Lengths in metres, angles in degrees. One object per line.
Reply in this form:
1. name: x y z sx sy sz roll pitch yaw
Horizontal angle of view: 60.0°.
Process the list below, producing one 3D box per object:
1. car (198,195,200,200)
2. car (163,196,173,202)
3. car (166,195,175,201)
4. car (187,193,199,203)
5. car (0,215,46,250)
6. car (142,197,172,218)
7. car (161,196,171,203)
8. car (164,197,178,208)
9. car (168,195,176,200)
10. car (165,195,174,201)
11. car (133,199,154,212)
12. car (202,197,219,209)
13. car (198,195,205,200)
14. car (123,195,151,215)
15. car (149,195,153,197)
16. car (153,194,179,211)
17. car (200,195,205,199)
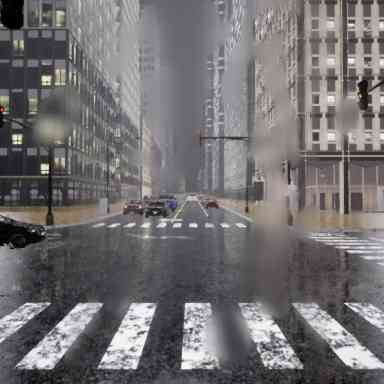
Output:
1. car: 2.687 1.590 61.656 1.947 1.339 4.313 1 0 0
2. car: -5.697 1.582 78.310 2.008 1.369 4.403 1 0 0
3. car: -5.700 1.587 89.460 2.008 1.369 4.403 1 0 0
4. car: 0.069 1.250 70.517 2.150 2.045 5.566 0 0 0
5. car: -8.224 1.560 13.489 4.181 1.385 1.994 1 0 -14
6. car: -3.108 1.516 30.391 1.837 1.490 4.892 0 0 0
7. car: -5.695 1.573 72.735 1.887 1.381 4.507 1 0 0
8. car: -3.101 1.524 50.827 1.837 1.490 4.892 0 0 0
9. car: -5.702 1.605 95.035 1.947 1.339 4.313 1 0 0
10. car: -5.698 1.578 83.885 1.887 1.381 4.507 1 0 0
11. car: -5.688 1.597 39.284 1.802 1.307 4.206 1 0 0
12. car: 2.691 1.599 44.923 1.802 1.307 4.206 1 0 0
13. car: 2.679 1.584 95.119 1.887 1.381 4.507 1 0 0
14. car: -5.683 1.453 33.709 1.967 1.590 4.097 1 0 0
15. car: -5.683 1.332 44.859 2.192 1.841 5.009 1 0 0
16. car: -3.106 1.237 40.418 2.150 2.045 5.566 0 0 0
17. car: 2.690 1.547 56.249 1.752 1.417 4.829 1 0 0
